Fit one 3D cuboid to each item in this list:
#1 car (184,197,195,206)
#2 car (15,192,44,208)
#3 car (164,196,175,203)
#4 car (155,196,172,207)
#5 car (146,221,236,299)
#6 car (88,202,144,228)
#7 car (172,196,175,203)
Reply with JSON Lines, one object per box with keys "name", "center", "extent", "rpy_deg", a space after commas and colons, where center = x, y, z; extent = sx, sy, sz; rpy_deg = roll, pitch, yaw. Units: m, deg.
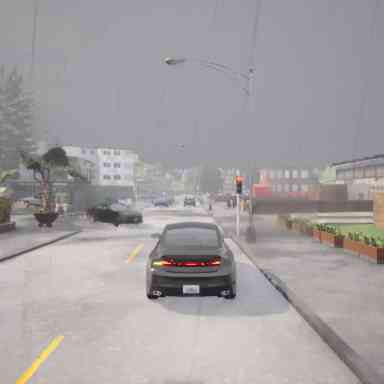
{"name": "car", "center": [-0.408, 1.491, 54.234], "extent": [2.128, 1.511, 4.902], "rpy_deg": [0, 0, -1]}
{"name": "car", "center": [-20.154, 0.985, 42.086], "extent": [1.905, 1.878, 3.866], "rpy_deg": [0, 0, 34]}
{"name": "car", "center": [-4.665, 1.525, 70.431], "extent": [2.128, 1.511, 4.902], "rpy_deg": [0, 0, -1]}
{"name": "car", "center": [-4.571, 1.477, 50.588], "extent": [1.882, 1.535, 5.008], "rpy_deg": [0, 0, 0]}
{"name": "car", "center": [-0.016, 1.505, 8.424], "extent": [1.837, 1.490, 4.892], "rpy_deg": [0, 0, 0]}
{"name": "car", "center": [-5.275, 1.478, 22.730], "extent": [1.882, 1.535, 5.008], "rpy_deg": [3, -2, -45]}
{"name": "car", "center": [-4.637, 1.477, 60.001], "extent": [1.882, 1.535, 5.008], "rpy_deg": [0, 0, 0]}
